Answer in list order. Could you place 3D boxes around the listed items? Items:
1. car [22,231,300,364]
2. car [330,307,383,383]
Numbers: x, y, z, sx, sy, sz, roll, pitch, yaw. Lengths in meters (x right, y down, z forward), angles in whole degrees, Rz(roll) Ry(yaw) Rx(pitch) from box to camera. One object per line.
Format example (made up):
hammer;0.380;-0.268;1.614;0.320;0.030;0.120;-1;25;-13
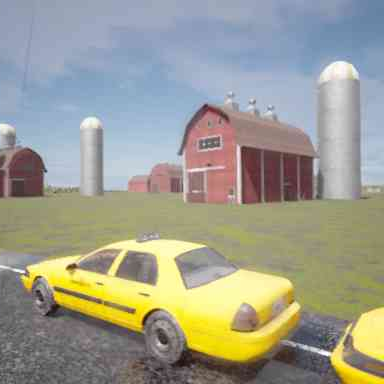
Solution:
car;-0.963;1.475;5.848;5.366;1.575;1.801;0;0;36
car;3.913;1.465;2.352;5.366;1.575;1.801;0;0;36
